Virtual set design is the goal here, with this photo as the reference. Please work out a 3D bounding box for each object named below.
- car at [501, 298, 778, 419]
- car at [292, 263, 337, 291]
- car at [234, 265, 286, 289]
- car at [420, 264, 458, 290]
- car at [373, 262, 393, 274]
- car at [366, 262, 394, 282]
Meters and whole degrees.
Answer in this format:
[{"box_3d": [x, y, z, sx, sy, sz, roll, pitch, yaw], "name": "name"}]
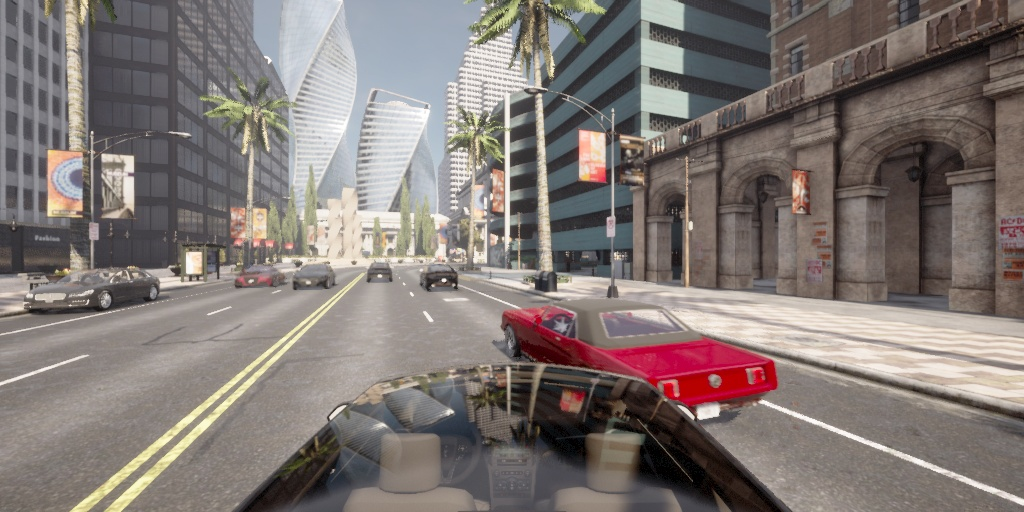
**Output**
[{"box_3d": [1.328, 1.351, 5.877, 1.895, 1.301, 4.718, 0, 0, -20], "name": "car"}, {"box_3d": [-12.263, 1.227, 22.473, 1.882, 1.535, 5.008, 0, 0, -20], "name": "car"}, {"box_3d": [-16.300, 1.313, 23.379, 1.994, 1.385, 4.181, 0, 0, -20], "name": "car"}, {"box_3d": [-4.708, 1.227, 22.724, 1.882, 1.535, 5.008, 0, 0, -20], "name": "car"}, {"box_3d": [-15.311, 1.350, 42.716, 1.895, 1.301, 4.718, 0, 0, -16], "name": "car"}, {"box_3d": [-10.775, 1.254, 29.283, 1.837, 1.490, 4.892, 0, 0, -20], "name": "car"}]
